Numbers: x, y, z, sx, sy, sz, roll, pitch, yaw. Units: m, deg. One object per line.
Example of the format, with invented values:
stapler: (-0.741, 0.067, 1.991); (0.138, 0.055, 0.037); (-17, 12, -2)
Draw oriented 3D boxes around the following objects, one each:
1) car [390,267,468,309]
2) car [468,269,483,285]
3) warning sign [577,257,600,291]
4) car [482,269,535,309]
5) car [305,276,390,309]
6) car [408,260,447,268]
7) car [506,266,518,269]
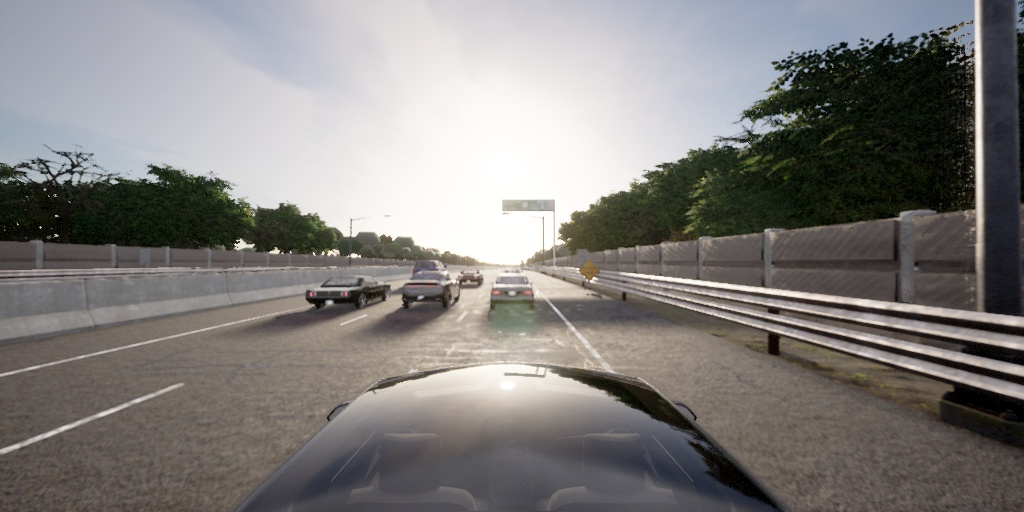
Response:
car: (-3.488, 1.418, 16.157); (2.128, 1.511, 4.902); (0, -1, 0)
car: (-3.481, 1.784, 30.976); (1.895, 1.301, 4.718); (0, -1, 0)
warning sign: (4.561, 1.118, 21.133); (1.300, 1.860, 1.060); (0, 0, 0)
car: (0.009, 1.469, 15.855); (2.033, 1.411, 5.357); (0, -1, 0)
car: (-6.990, 1.524, 15.979); (1.895, 1.301, 4.718); (0, -1, 0)
car: (-6.982, 1.398, 30.892); (2.150, 2.045, 5.566); (0, -1, 0)
car: (0.020, 1.751, 31.148); (1.994, 1.385, 4.181); (0, -1, 0)
